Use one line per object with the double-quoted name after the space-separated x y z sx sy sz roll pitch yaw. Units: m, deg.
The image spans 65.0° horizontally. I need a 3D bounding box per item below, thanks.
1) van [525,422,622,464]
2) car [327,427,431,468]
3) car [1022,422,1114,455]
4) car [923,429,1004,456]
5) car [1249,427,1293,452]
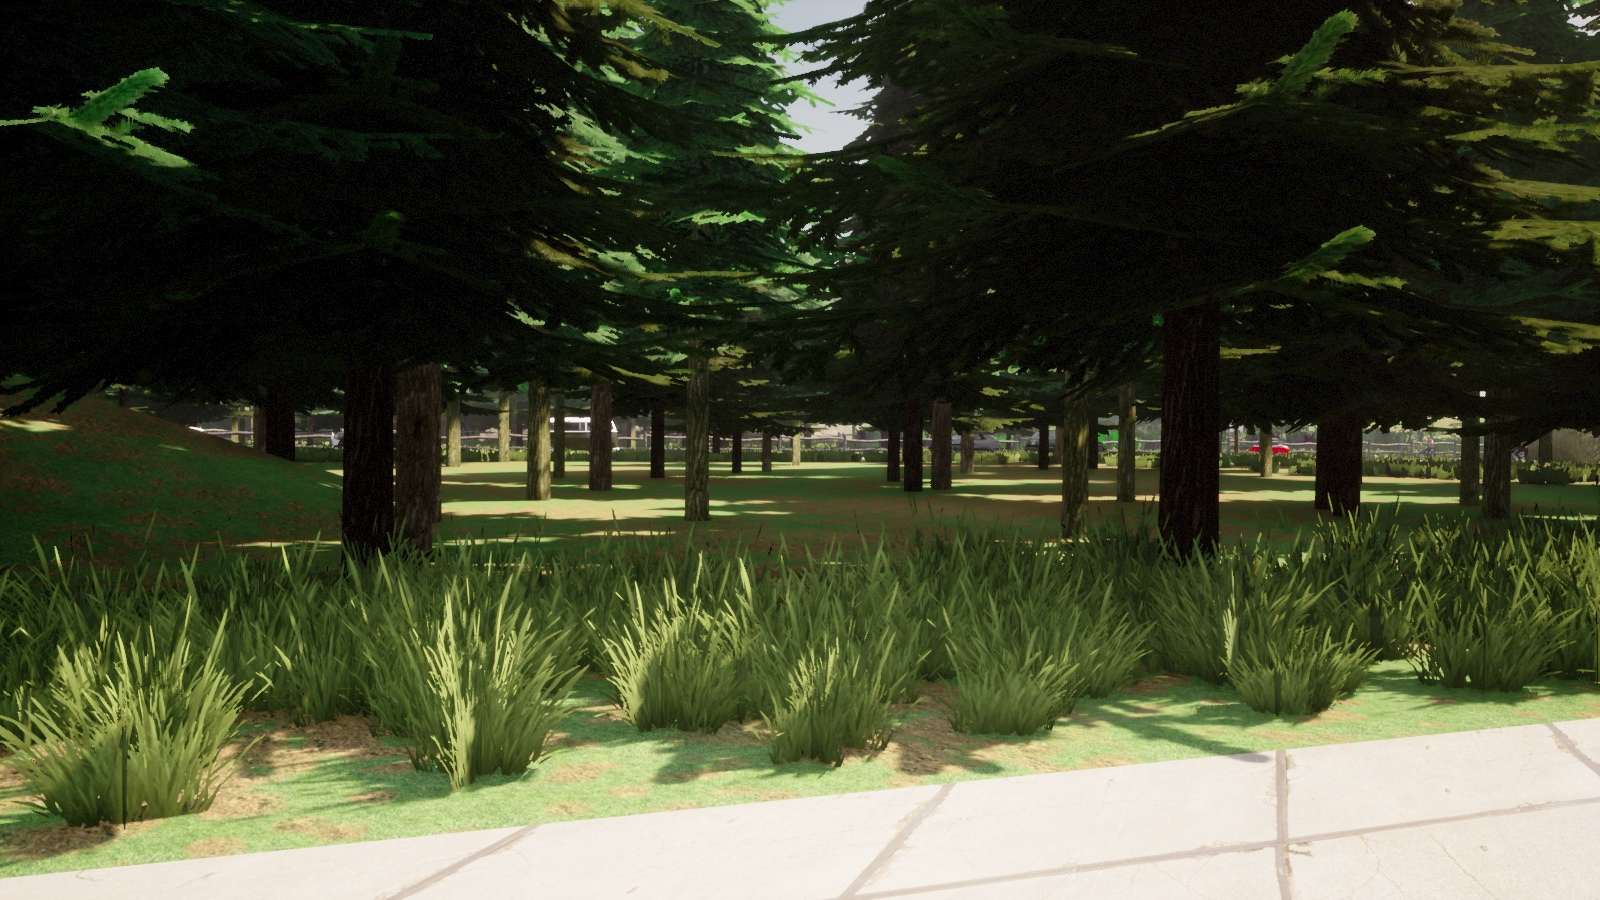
-11.461 -0.387 63.432 4.480 2.038 2.069 -1 1 -21 "van"
-20.162 -0.146 60.132 4.605 1.855 1.932 -1 1 -21 "car"
14.820 -0.642 69.491 4.553 1.767 2.097 -1 1 -19 "car"
9.284 -0.456 71.265 4.193 1.474 1.816 -1 1 -19 "car"
26.501 -0.568 70.607 2.207 1.376 1.481 0 0 25 "car"
